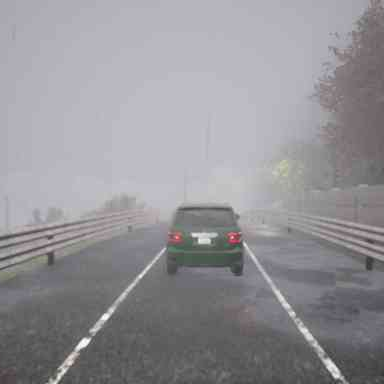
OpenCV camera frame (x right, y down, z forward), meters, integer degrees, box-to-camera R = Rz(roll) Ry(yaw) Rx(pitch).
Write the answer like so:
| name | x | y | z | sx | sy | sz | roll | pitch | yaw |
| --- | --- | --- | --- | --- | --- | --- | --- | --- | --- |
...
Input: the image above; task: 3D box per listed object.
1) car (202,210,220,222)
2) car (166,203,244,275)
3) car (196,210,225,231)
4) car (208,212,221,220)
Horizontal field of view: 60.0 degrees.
| name | x | y | z | sx | sy | sz | roll | pitch | yaw |
| --- | --- | --- | --- | --- | --- | --- | --- | --- | --- |
| car | 2.291 | 2.794 | 39.397 | 1.994 | 1.385 | 4.181 | 0 | -4 | 4 |
| car | 0.453 | 1.354 | 11.080 | 2.150 | 2.045 | 5.566 | 0 | 0 | 3 |
| car | 1.413 | 2.054 | 25.115 | 1.994 | 1.385 | 4.181 | 0 | -2 | 4 |
| car | 3.525 | 3.791 | 52.150 | 1.895 | 1.301 | 4.718 | 0 | -5 | 6 |
